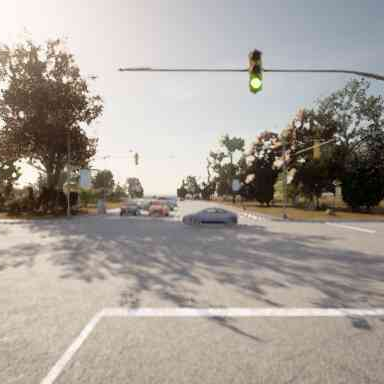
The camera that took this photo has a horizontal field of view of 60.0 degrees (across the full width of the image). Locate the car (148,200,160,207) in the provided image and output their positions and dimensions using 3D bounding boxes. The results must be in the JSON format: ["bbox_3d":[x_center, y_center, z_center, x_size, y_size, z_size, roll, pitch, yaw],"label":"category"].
[{"bbox_3d":[-7.339,2.244,64.773,1.895,1.301,4.718,0,0,-2],"label":"car"}]

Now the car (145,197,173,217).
[{"bbox_3d":[-3.606,1.763,36.947,2.097,1.767,4.553,0,-1,0],"label":"car"}]

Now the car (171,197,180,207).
[{"bbox_3d":[-3.826,2.171,64.885,1.812,1.442,4.674,0,0,-2],"label":"car"}]

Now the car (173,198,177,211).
[{"bbox_3d":[-3.628,2.035,48.532,1.837,1.490,4.892,0,-1,0],"label":"car"}]

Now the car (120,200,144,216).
[{"bbox_3d":[-7.107,1.935,38.695,1.837,1.490,4.892,0,-1,0],"label":"car"}]

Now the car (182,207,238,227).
[{"bbox_3d":[1.358,1.843,24.984,4.181,1.385,1.994,0,-1,-3],"label":"car"}]
